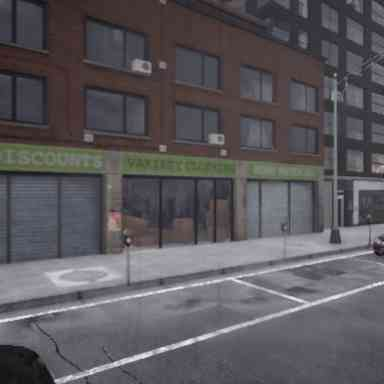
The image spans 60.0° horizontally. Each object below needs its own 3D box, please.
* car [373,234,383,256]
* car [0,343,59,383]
[{"bbox_3d":[8.554,1.733,12.609,4.206,1.307,1.802,1,-1,-35],"label":"car"},{"bbox_3d":[-2.671,1.549,1.352,4.181,1.385,1.994,1,0,-35],"label":"car"}]
